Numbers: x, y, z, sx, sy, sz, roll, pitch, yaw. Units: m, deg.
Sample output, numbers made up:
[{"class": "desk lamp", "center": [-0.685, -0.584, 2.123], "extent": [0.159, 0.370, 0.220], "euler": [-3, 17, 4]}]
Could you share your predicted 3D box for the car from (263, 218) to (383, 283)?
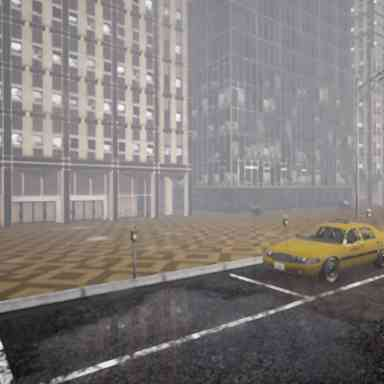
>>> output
[{"class": "car", "center": [4.084, 1.468, 9.501], "extent": [4.829, 1.417, 1.752], "euler": [0, 0, -36]}]
